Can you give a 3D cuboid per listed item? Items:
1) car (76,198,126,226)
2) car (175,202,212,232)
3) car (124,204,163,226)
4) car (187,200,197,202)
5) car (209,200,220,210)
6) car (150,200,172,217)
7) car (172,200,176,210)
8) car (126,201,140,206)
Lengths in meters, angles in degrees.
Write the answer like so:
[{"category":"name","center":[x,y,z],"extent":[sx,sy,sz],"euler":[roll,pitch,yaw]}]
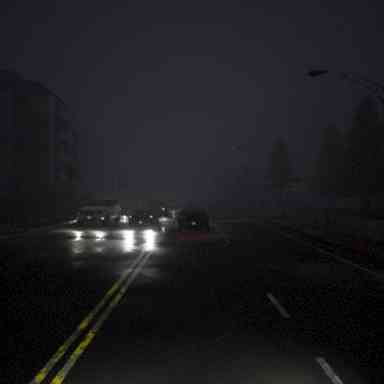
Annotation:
[{"category":"car","center":[-7.165,1.467,26.202],"extent":[2.150,2.045,5.566],"euler":[0,-1,2]},{"category":"car","center":[0.091,1.680,21.608],"extent":[1.882,1.535,5.008],"euler":[0,-1,0]},{"category":"car","center":[-3.603,1.840,25.547],"extent":[1.895,1.301,4.718],"euler":[0,-1,0]},{"category":"car","center":[-0.024,1.975,53.300],"extent":[1.882,1.535,5.008],"euler":[0,-1,0]},{"category":"car","center":[3.476,1.988,53.302],"extent":[2.128,1.511,4.902],"euler":[0,-1,0]},{"category":"car","center":[-3.604,1.678,34.914],"extent":[2.097,1.767,4.553],"euler":[0,-1,0]},{"category":"car","center":[-3.531,2.018,52.699],"extent":[1.812,1.442,4.674],"euler":[0,-1,0]},{"category":"car","center":[-7.094,1.860,39.452],"extent":[2.128,1.511,4.902],"euler":[0,-1,0]}]
